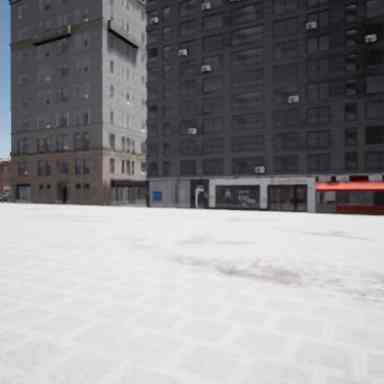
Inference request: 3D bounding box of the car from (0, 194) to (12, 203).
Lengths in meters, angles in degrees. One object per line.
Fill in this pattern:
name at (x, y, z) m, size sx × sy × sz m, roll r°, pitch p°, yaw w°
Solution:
car at (-30.649, 1.080, 57.214) m, size 2.128 × 1.511 × 4.902 m, roll 0°, pitch 0°, yaw 26°
